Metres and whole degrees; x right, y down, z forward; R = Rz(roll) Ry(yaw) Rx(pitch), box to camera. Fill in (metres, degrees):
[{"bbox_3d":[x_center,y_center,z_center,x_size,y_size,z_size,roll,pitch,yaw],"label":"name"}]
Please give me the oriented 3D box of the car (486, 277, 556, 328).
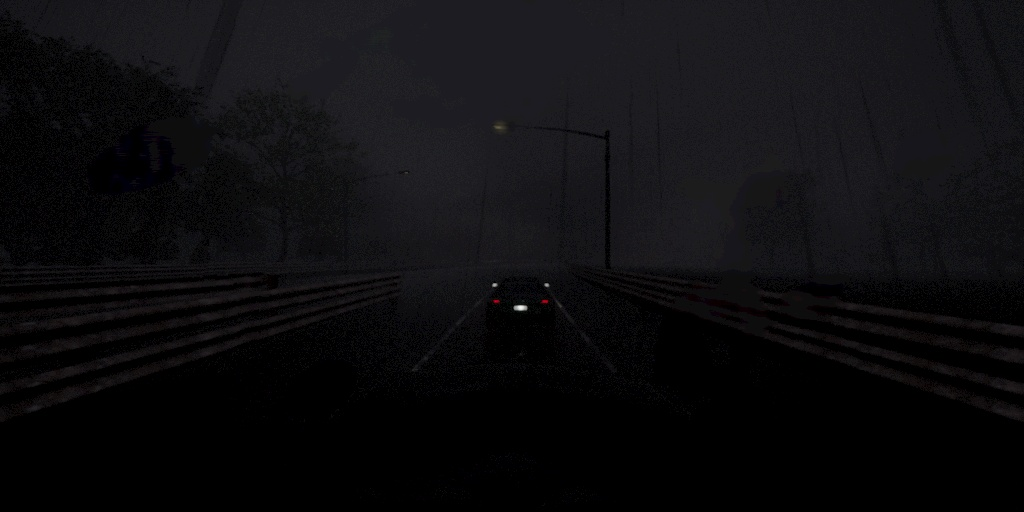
[{"bbox_3d":[0.280,1.356,11.538,1.994,1.385,4.181,0,0,1],"label":"car"}]
